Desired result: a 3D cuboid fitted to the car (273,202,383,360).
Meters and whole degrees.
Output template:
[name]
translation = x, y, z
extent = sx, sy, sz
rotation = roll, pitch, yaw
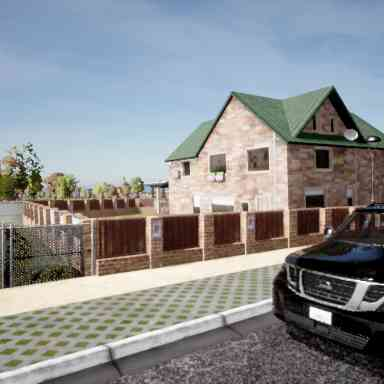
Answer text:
[car]
translation = 3.879, 1.218, 5.844
extent = 5.566, 2.045, 2.150
rotation = 0, 0, -36
